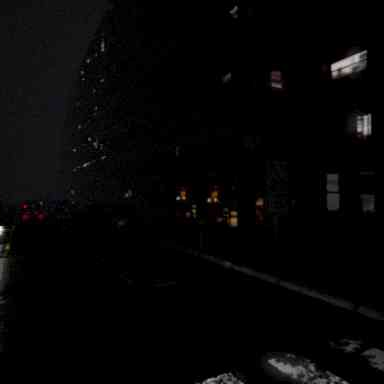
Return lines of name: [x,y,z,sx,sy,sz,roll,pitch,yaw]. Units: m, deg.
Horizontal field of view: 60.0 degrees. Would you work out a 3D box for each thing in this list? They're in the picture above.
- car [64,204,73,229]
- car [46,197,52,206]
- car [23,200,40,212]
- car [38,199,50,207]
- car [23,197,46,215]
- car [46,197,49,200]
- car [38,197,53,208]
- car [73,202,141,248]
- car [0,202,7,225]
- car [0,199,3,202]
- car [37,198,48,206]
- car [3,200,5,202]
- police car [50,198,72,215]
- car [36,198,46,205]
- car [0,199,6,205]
car: [-6.473,1.663,20.615,1.887,1.381,4.507,-2,1,-27]
car: [-17.509,1.798,43.522,1.882,1.535,5.008,-1,0,-27]
car: [-23.182,1.924,48.002,2.128,1.511,4.902,-1,0,-27]
car: [-29.487,2.101,66.102,1.947,1.339,4.313,-2,1,-27]
car: [-19.200,1.712,40.128,2.097,1.767,4.553,-1,0,-27]
car: [-24.381,1.761,55.991,2.192,1.841,5.009,-2,1,-27]
car: [-26.939,1.806,61.046,2.192,1.841,5.009,-2,1,-27]
car: [-3.925,1.385,15.559,2.192,1.841,5.009,-2,1,-27]
car: [-15.976,1.855,26.703,2.033,1.411,5.357,-1,0,-27]
car: [-34.358,1.963,57.223,2.192,1.841,5.009,-2,1,-27]
car: [-32.045,2.123,71.156,1.887,1.381,4.507,-2,1,-27]
car: [-39.464,2.281,67.334,1.887,1.381,4.507,-2,1,-27]
police car: [-14.405,1.688,37.371,1.930,1.638,5.238,-1,0,-27]
car: [-34.597,2.187,76.213,1.947,1.339,4.313,-2,1,-27]
car: [-44.579,2.387,77.444,1.947,1.339,4.313,-2,1,-27]
